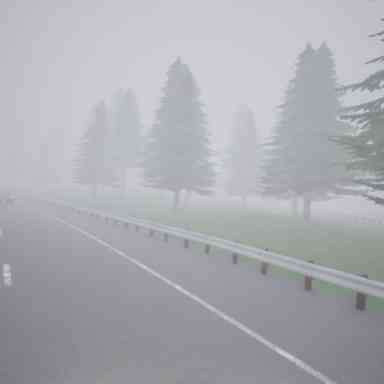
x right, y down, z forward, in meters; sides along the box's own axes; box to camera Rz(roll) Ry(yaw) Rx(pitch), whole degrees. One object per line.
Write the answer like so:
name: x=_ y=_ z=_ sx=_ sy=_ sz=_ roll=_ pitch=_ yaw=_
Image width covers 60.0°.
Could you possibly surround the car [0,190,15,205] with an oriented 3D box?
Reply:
car: x=-18.656 y=0.468 z=32.396 sx=1.895 sy=1.301 sz=4.718 roll=4 pitch=0 yaw=-38
